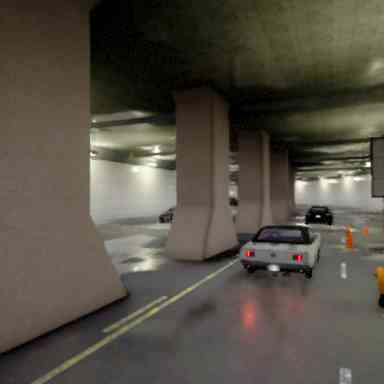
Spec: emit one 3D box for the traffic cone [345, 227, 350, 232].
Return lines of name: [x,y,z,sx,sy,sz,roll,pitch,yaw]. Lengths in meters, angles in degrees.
traffic cone: [7.448,2.108,15.795,0.340,0.580,0.340,-1,-1,24]

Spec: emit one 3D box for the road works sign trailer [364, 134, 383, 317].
road works sign trailer: [5.095,0.523,6.998,2.380,3.560,2.880,-1,-1,24]

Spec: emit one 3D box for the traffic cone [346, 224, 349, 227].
traffic cone: [8.271,2.126,17.618,0.340,0.580,0.340,-1,-1,24]

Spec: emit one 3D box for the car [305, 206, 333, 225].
car: [10.278,1.835,26.862,1.994,1.385,4.181,-1,-1,23]

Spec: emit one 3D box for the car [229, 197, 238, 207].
car: [7.994,1.998,67.629,2.150,2.045,5.566,0,-1,-1]

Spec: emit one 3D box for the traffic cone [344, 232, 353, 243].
traffic cone: [6.626,2.090,13.972,0.340,0.580,0.340,-1,-1,24]

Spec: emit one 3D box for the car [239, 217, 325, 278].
car: [3.051,1.715,10.708,1.895,1.301,4.718,-1,-1,24]

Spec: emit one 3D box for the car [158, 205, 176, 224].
car: [-1.057,1.846,27.726,1.837,1.490,4.892,-1,-1,24]
